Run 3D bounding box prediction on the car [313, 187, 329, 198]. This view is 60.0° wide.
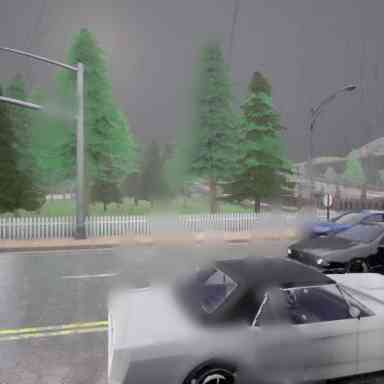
[{"bbox_3d":[23.206,0.484,58.859,1.882,1.535,5.008,0,5,-15],"label":"car"}]

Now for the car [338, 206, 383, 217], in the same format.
[{"bbox_3d":[6.779,1.477,13.146,5.008,1.535,1.882,0,0,-14],"label":"car"}]

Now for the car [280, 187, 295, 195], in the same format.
[{"bbox_3d":[18.044,-0.362,64.494,2.097,1.767,4.553,0,7,-15],"label":"car"}]

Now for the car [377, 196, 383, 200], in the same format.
[{"bbox_3d":[26.942,1.347,45.377,1.882,1.535,5.008,0,2,-16],"label":"car"}]

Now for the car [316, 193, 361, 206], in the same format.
[{"bbox_3d":[19.744,1.355,45.099,2.033,1.411,5.357,0,2,-16],"label":"car"}]

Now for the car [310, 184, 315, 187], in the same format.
[{"bbox_3d":[25.944,-1.239,75.398,2.128,1.511,4.902,0,7,-16],"label":"car"}]

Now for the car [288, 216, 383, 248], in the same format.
[{"bbox_3d":[5.333,1.547,9.185,5.357,1.411,2.033,0,0,-14],"label":"car"}]

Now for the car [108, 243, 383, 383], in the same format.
[{"bbox_3d":[1.328,1.601,4.378,4.718,1.301,1.895,0,0,-14],"label":"car"}]
